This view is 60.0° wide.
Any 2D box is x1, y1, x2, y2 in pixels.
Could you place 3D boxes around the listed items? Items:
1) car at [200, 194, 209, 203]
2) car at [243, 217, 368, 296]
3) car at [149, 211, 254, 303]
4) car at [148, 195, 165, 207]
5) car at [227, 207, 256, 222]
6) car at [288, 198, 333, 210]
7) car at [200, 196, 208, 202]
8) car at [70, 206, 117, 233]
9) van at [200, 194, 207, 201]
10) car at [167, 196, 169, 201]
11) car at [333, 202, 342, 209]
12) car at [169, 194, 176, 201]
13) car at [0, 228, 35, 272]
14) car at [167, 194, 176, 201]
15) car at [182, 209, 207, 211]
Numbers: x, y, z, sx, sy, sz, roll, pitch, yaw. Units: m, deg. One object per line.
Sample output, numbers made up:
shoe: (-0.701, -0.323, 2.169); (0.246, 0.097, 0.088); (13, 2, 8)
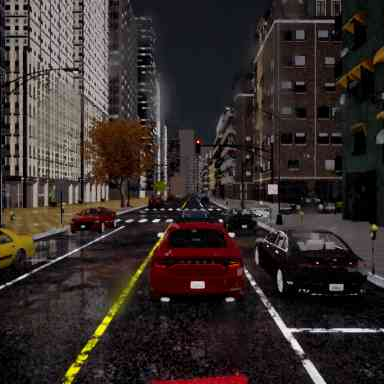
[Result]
car: (2.846, 1.630, 73.948); (1.947, 1.339, 4.313); (0, 0, 0)
car: (2.707, 1.552, 8.403); (2.008, 1.369, 4.403); (0, 0, 0)
car: (0.109, 1.478, 8.310); (1.882, 1.535, 5.008); (0, 0, 0)
car: (-5.582, 1.349, 51.875); (2.192, 1.841, 5.009); (0, 0, 0)
car: (2.730, 1.555, 19.469); (2.008, 1.369, 4.403); (0, 0, 0)
car: (13.508, 1.359, 38.852); (4.403, 1.369, 2.008); (-1, 1, 0)
car: (2.858, 1.599, 79.641); (1.752, 1.417, 4.829); (0, 0, 0)
car: (-5.650, 1.549, 19.487); (1.887, 1.381, 4.507); (0, 0, 0)
van: (2.869, 1.425, 84.995); (1.690, 1.788, 3.998); (0, 0, 0)
car: (-5.570, 1.607, 57.398); (1.947, 1.339, 4.313); (0, 0, 0)
car: (18.905, 1.259, 38.895); (4.829, 1.417, 1.752); (-1, 1, 0)
car: (-5.512, 1.650, 85.012); (1.947, 1.339, 4.313); (0, 0, 0)
car: (-5.673, 1.526, 8.251); (1.752, 1.417, 4.829); (0, 0, 0)
car: (-5.501, 1.410, 90.535); (2.192, 1.841, 5.009); (0, 0, 0)
car: (0.126, 1.605, 18.401); (1.895, 1.301, 4.718); (0, 0, 0)
